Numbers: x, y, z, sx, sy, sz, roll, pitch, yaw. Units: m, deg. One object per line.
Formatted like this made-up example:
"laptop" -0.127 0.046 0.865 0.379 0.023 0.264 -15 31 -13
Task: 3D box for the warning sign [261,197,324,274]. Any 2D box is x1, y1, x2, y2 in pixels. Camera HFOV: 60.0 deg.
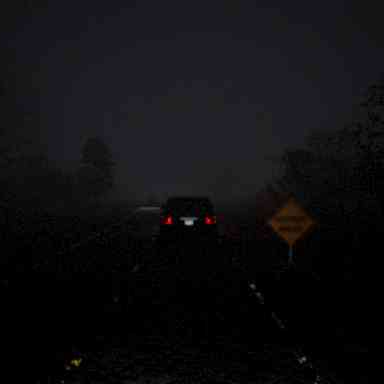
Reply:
"warning sign" 2.562 1.075 8.644 1.300 1.860 1.060 0 1 -1

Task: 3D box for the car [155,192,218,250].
"car" -0.176 1.156 14.193 2.150 2.045 5.566 0 0 -2

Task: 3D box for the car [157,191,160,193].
"car" -8.243 0.975 93.414 2.097 1.767 4.553 0 0 -11

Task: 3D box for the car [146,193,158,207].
"car" -5.441 1.282 46.495 1.882 1.535 5.008 0 0 -5

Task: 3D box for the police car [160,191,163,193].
"police car" -6.444 1.084 83.670 1.930 1.638 5.238 0 0 -10

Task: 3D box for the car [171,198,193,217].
"car" -0.962 1.372 30.449 1.837 1.490 4.892 0 0 -3
